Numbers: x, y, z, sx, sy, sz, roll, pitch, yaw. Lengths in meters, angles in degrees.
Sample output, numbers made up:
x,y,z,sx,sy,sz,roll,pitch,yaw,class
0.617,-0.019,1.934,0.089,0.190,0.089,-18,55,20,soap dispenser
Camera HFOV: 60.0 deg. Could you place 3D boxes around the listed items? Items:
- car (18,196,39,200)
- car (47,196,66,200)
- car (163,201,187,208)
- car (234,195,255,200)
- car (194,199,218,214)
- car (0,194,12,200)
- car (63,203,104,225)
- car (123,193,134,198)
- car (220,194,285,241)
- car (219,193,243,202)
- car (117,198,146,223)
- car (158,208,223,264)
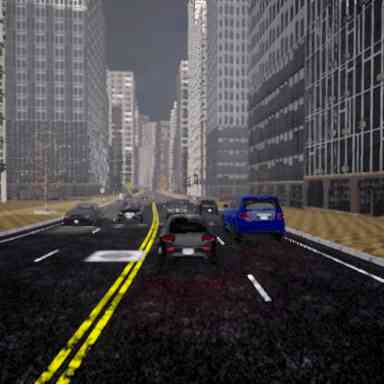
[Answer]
x,y,z,sx,sy,sz,roll,pitch,yaw,class
-35.388,1.207,72.041,4.206,1.307,1.802,0,1,-6,car
-29.730,1.237,72.600,4.313,1.339,1.947,0,1,-6,car
-1.368,1.477,28.024,2.033,1.411,5.357,0,0,-6,car
13.531,1.387,85.719,4.829,1.417,1.752,0,1,-6,car
1.358,1.417,32.945,1.837,1.490,4.892,0,0,-6,car
-41.047,1.144,71.521,4.313,1.339,1.947,0,1,-6,car
-7.595,1.490,23.793,2.033,1.411,5.357,0,0,-5,car
-12.565,1.028,65.926,1.837,1.490,4.892,0,0,-7,car
2.874,1.180,16.604,2.150,2.045,5.566,0,0,-3,car
8.972,1.294,76.812,5.009,1.841,2.192,0,1,-6,car
-4.493,1.431,25.109,2.128,1.511,4.902,0,0,-6,car
-0.181,1.498,11.645,1.812,1.442,4.674,0,0,-2,car
